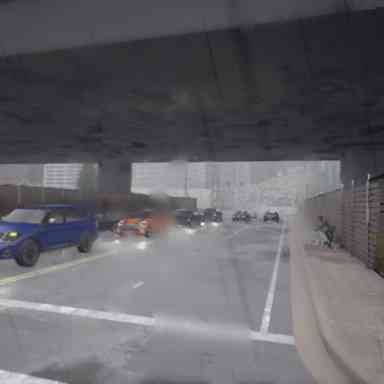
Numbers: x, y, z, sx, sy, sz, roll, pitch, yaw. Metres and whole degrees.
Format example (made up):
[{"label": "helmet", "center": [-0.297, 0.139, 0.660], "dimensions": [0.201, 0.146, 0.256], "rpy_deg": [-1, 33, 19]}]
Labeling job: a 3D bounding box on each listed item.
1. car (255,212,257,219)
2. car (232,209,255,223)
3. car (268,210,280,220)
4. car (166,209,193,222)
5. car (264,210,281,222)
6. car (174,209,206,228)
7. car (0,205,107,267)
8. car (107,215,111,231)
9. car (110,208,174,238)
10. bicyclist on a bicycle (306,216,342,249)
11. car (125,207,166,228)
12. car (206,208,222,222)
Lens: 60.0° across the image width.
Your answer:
[{"label": "car", "center": [9.034, 3.442, 51.799], "dimensions": [1.812, 1.442, 4.674], "rpy_deg": [1, -2, 16]}, {"label": "car", "center": [6.300, 3.086, 42.161], "dimensions": [2.033, 1.411, 5.357], "rpy_deg": [1, -2, 17]}, {"label": "car", "center": [13.118, 3.580, 53.118], "dimensions": [1.812, 1.442, 4.674], "rpy_deg": [1, -2, 14]}, {"label": "car", "center": [-1.449, 2.844, 40.962], "dimensions": [1.812, 1.442, 4.674], "rpy_deg": [1, -2, 16]}, {"label": "car", "center": [10.586, 3.195, 44.205], "dimensions": [2.128, 1.511, 4.902], "rpy_deg": [1, -2, 16]}, {"label": "car", "center": [-0.420, 2.526, 31.964], "dimensions": [1.882, 1.535, 5.008], "rpy_deg": [1, -2, 16]}, {"label": "car", "center": [-5.878, 1.525, 13.048], "dimensions": [2.150, 2.045, 5.566], "rpy_deg": [1, -2, 16]}, {"label": "car", "center": [-6.731, 2.201, 22.743], "dimensions": [1.895, 1.301, 4.718], "rpy_deg": [1, -2, 16]}, {"label": "car", "center": [-3.192, 2.022, 22.366], "dimensions": [2.097, 1.767, 4.553], "rpy_deg": [1, -2, 16]}, {"label": "bicyclist on a bicycle", "center": [6.518, 2.002, 16.410], "dimensions": [1.656, 1.620, 0.582], "rpy_deg": [0, -2, 16]}, {"label": "car", "center": [-4.236, 2.292, 31.363], "dimensions": [2.097, 1.767, 4.553], "rpy_deg": [1, -2, 16]}, {"label": "car", "center": [2.410, 2.783, 41.662], "dimensions": [2.097, 1.767, 4.553], "rpy_deg": [1, -2, 17]}]
